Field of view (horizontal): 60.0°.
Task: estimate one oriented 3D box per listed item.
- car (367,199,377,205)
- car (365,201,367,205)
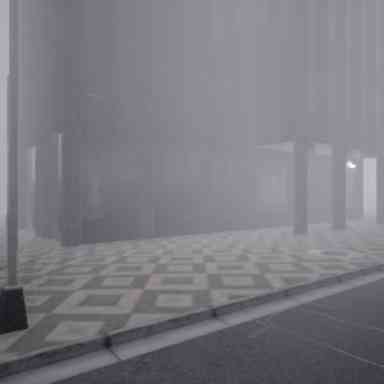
[{"bbox_3d":[37.978,2.080,66.027,1.887,1.381,4.507,-1,0,-35],"label":"car"},{"bbox_3d":[41.651,2.191,75.564,1.887,1.381,4.507,-1,0,-35],"label":"car"}]
